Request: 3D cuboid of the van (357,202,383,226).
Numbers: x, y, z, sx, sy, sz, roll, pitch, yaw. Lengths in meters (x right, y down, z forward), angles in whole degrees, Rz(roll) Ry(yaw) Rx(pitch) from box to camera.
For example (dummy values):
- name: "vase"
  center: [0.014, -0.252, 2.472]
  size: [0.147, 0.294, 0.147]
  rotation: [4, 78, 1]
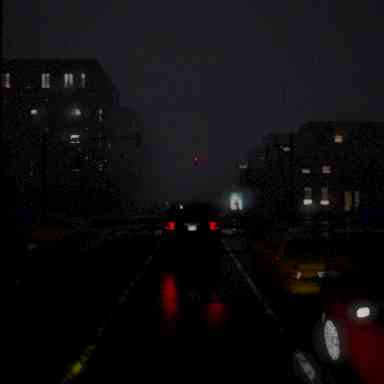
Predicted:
- name: "van"
  center: [14.672, 1.651, 25.145]
  size: [3.998, 1.788, 1.690]
  rotation: [0, 0, 0]

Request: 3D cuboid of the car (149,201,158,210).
- name: "car"
  center: [-5.667, 2.072, 52.543]
  size: [2.008, 1.369, 4.403]
  rotation: [0, -1, 0]

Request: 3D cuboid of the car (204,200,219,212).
- name: "car"
  center: [2.709, 1.902, 46.855]
  size: [1.967, 1.590, 4.097]
  rotation: [0, -1, 0]

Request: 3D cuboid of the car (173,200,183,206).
- name: "car"
  center: [-2.961, 2.325, 72.115]
  size: [1.895, 1.301, 4.718]
  rotation: [0, -1, 0]

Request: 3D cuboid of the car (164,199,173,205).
- name: "car"
  center: [-5.653, 2.354, 80.855]
  size: [1.752, 1.417, 4.829]
  rotation: [0, -1, 0]

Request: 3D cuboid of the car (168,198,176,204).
- name: "car"
  center: [-5.648, 2.399, 92.418]
  size: [1.967, 1.590, 4.097]
  rotation: [0, -1, 0]

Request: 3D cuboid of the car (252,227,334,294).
- name: "car"
  center: [2.690, 1.610, 8.858]
  size: [1.752, 1.417, 4.829]
  rotation: [0, -1, 0]

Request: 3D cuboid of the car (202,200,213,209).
- name: "car"
  center: [2.716, 2.164, 58.247]
  size: [1.802, 1.307, 4.206]
  rotation: [0, -1, 0]

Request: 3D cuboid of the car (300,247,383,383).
- name: "car"
  center: [2.687, 1.574, 2.991]
  size: [1.887, 1.381, 4.507]
  rotation: [0, -1, 0]

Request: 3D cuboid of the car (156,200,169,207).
- name: "car"
  center: [-5.661, 2.194, 63.936]
  size: [2.008, 1.369, 4.403]
  rotation: [0, -1, 0]

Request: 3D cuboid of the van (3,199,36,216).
- name: "van"
  center: [-17.745, 1.602, 33.302]
  size: [3.998, 1.788, 1.690]
  rotation: [0, 0, 0]

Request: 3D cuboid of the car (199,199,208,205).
- name: "car"
  center: [2.728, 2.381, 81.033]
  size: [2.008, 1.369, 4.403]
  rotation: [-1, -1, 0]

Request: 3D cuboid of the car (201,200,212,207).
- name: "car"
  center: [2.719, 2.194, 63.944]
  size: [2.008, 1.369, 4.403]
  rotation: [0, -1, 0]

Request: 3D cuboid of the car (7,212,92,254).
- name: "car"
  center: [-5.688, 1.661, 14.223]
  size: [1.752, 1.417, 4.829]
  rotation: [0, -1, 0]

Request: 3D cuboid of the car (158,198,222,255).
- name: "car"
  center: [0.009, 1.351, 14.029]
  size: [2.150, 2.045, 5.566]
  rotation: [0, 0, 0]
